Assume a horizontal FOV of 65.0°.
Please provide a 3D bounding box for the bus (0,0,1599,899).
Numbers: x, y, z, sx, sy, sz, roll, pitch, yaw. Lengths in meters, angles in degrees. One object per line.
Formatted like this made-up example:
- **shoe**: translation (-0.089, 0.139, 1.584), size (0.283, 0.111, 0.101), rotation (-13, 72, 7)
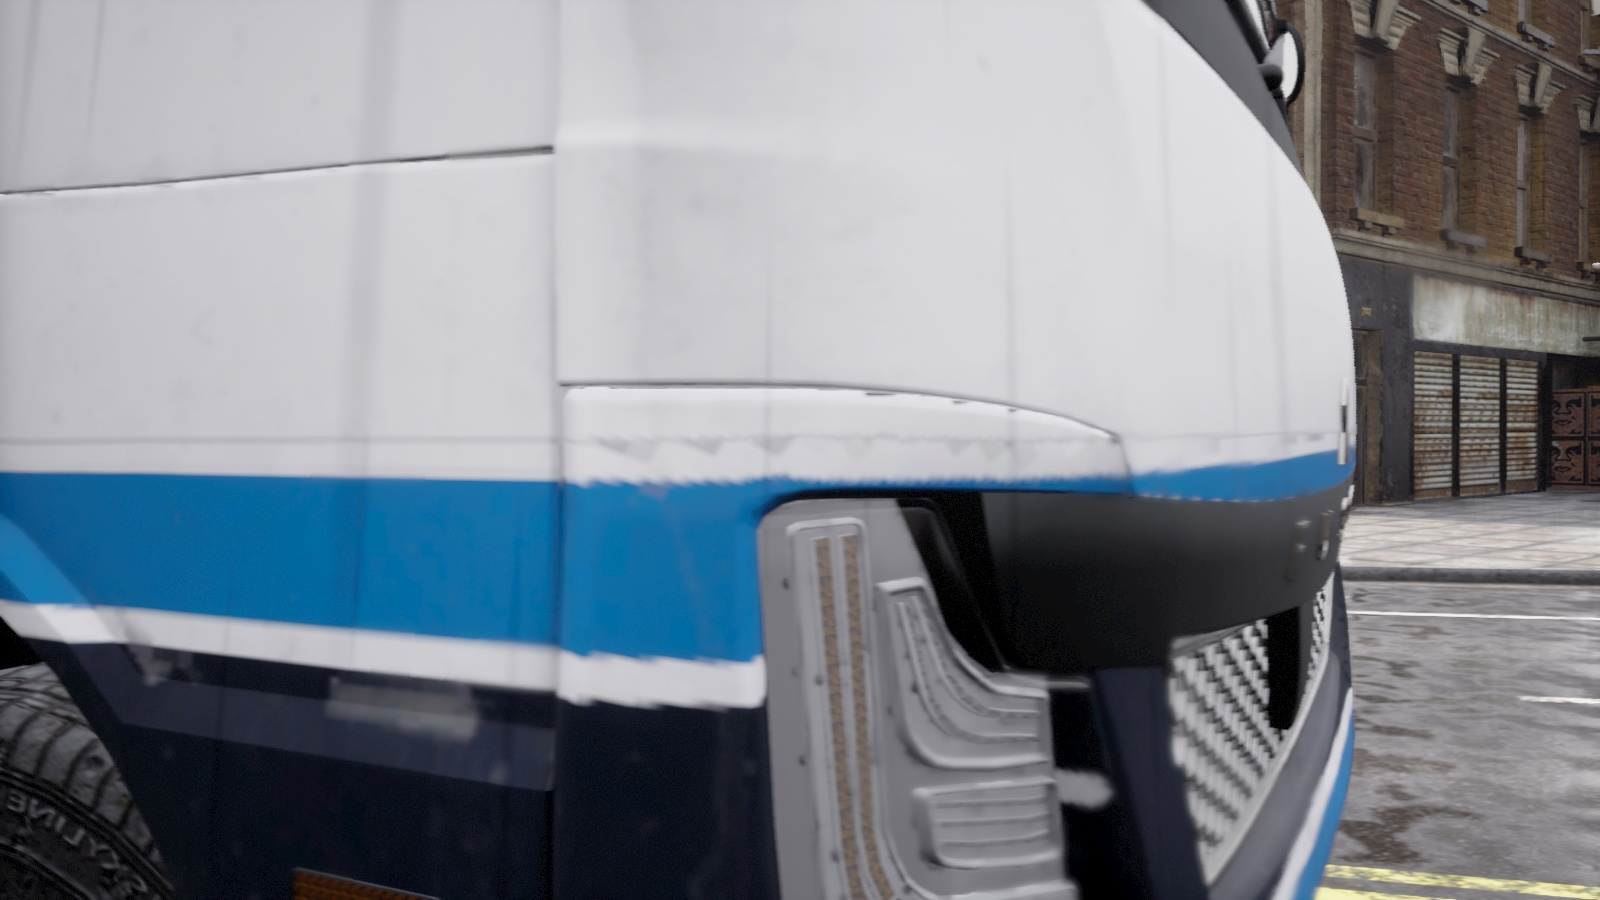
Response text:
- **bus**: translation (-3.025, -0.625, 4.267), size (10.273, 4.253, 3.944), rotation (1, 1, 27)
